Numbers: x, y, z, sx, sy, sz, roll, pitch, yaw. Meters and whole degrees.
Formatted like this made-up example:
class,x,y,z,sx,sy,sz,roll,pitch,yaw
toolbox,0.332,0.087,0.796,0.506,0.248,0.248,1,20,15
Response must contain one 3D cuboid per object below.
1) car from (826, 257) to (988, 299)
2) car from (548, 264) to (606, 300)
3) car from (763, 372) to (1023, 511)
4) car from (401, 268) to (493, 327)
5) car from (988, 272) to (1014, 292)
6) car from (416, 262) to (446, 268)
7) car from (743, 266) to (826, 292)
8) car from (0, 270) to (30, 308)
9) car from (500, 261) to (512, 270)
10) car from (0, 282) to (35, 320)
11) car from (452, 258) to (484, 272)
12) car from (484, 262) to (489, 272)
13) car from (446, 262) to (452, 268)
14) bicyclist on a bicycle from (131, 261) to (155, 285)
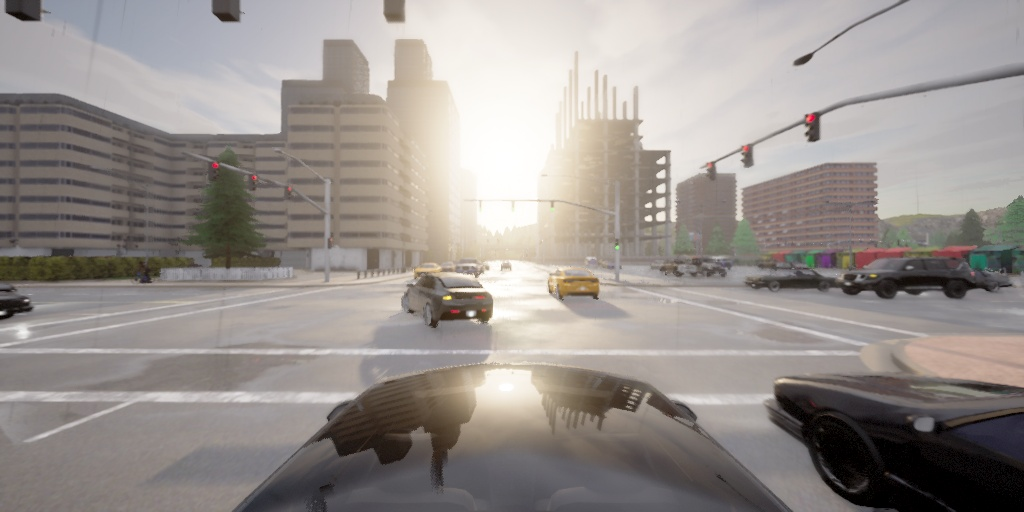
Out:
class,x,y,z,sx,sy,sz,roll,pitch,yaw
car,19.893,1.069,18.271,5.566,2.045,2.150,0,0,1
car,3.047,1.328,18.600,1.882,1.535,5.008,0,0,-3
car,3.597,1.295,1.316,2.033,1.411,5.357,0,0,0
car,-2.274,1.318,11.962,1.837,1.490,4.892,2,-1,-29
car,26.523,1.414,21.644,5.357,1.411,2.033,0,0,1
car,-8.006,1.423,34.561,1.882,1.535,5.008,0,0,0
car,16.880,1.469,21.807,4.718,1.301,1.895,0,0,0
car,-22.942,1.331,14.319,4.892,1.490,1.837,0,0,0
car,-0.970,1.645,60.282,2.033,1.411,5.357,0,0,-1
car,-18.183,1.353,10.848,5.357,1.411,2.033,0,0,-1
car,-4.523,1.184,37.445,2.150,2.045,5.566,0,0,0
car,-4.571,1.511,47.185,2.128,1.511,4.902,0,0,0
car,-8.061,1.480,44.133,1.882,1.535,5.008,0,0,0
bicyclist on a bicycle,-26.008,1.192,25.288,0.582,1.620,1.656,0,0,0
